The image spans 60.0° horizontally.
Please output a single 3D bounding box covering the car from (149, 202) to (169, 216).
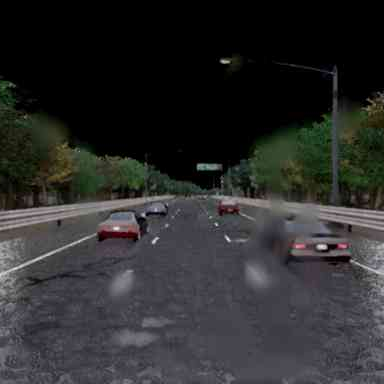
[{"bbox_3d":[-3.392,1.664,33.226,1.994,1.385,4.181,0,0,0],"label":"car"}]

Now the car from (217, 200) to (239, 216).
[{"bbox_3d":[3.609,1.580,34.138,1.882,1.535,5.008,0,0,0],"label":"car"}]

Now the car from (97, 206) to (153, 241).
[{"bbox_3d":[-3.396,1.615,16.972,1.994,1.385,4.181,0,0,0],"label":"car"}]

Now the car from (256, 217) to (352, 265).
[{"bbox_3d":[3.605,1.583,11.751,2.033,1.411,5.357,0,0,0],"label":"car"}]
